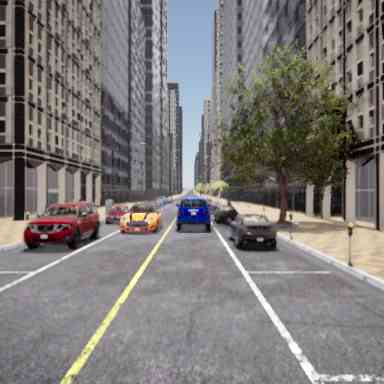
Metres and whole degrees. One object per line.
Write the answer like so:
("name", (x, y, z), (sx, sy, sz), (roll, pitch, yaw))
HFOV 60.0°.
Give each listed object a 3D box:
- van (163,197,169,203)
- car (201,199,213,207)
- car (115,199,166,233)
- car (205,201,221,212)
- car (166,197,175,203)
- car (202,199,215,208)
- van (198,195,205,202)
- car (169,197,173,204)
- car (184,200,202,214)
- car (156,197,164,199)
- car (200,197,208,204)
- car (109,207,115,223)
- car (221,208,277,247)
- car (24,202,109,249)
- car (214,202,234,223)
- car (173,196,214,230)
("van", (-5.687, 1.728, 60.882), (1.690, 1.788, 3.998), (0, 0, 0))
("car", (2.694, 1.931, 60.880), (1.887, 1.381, 4.507), (0, 0, 0))
("car", (-2.999, 1.492, 20.426), (2.097, 1.767, 4.553), (0, 0, 0))
("car", (2.692, 1.869, 43.788), (1.802, 1.307, 4.206), (0, 0, 0))
("car", (-5.683, 2.084, 89.367), (2.008, 1.369, 4.403), (0, 0, 0))
("car", (2.693, 1.919, 55.181), (1.947, 1.339, 4.313), (0, 0, 0))
("van", (2.698, 1.899, 95.063), (1.690, 1.788, 3.998), (0, 0, 0))
("car", (-5.685, 2.029, 77.972), (2.008, 1.369, 4.403), (0, 0, 0))
("car", (0.104, 1.759, 40.768), (2.128, 1.511, 4.902), (0, 0, 0))
("car", (-5.688, 1.887, 49.486), (1.947, 1.339, 4.313), (0, 0, 0))
("car", (2.696, 2.004, 78.141), (1.752, 1.417, 4.829), (0, 0, 0))
("car", (-5.690, 1.763, 26.698), (1.802, 1.307, 4.206), (0, 0, 0))
("car", (2.688, 1.656, 15.302), (2.008, 1.369, 4.403), (0, 0, 0))
("car", (-5.692, 1.421, 15.305), (2.192, 1.841, 5.009), (0, 0, 0))
("car", (2.690, 1.731, 26.697), (2.008, 1.369, 4.403), (0, 0, 0))
("car", (0.102, 1.378, 22.592), (2.150, 2.045, 5.566), (0, 0, 0))
